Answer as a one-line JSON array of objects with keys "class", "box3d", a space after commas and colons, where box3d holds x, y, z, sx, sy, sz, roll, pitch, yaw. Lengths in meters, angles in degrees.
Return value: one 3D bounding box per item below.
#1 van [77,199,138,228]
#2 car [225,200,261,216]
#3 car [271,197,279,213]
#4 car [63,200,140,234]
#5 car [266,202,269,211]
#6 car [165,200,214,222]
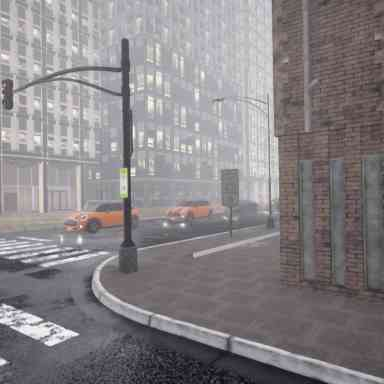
[{"class": "van", "box3d": [-5.895, 1.460, 23.492, 1.690, 1.788, 3.998, -2, -1, 36]}, {"class": "car", "box3d": [5.150, 1.590, 34.341, 2.128, 1.511, 4.902, -1, -1, 36]}, {"class": "car", "box3d": [10.993, 1.538, 36.976, 2.128, 1.511, 4.902, -1, -1, 36]}, {"class": "car", "box3d": [-5.335, 1.416, 19.892, 2.097, 1.767, 4.553, -1, -1, 37]}, {"class": "car", "box3d": [11.093, 1.471, 42.521, 2.097, 1.767, 4.553, -1, -1, 36]}, {"class": "car", "box3d": [-0.128, 1.432, 27.047, 2.097, 1.767, 4.553, -1, -1, 36]}]
